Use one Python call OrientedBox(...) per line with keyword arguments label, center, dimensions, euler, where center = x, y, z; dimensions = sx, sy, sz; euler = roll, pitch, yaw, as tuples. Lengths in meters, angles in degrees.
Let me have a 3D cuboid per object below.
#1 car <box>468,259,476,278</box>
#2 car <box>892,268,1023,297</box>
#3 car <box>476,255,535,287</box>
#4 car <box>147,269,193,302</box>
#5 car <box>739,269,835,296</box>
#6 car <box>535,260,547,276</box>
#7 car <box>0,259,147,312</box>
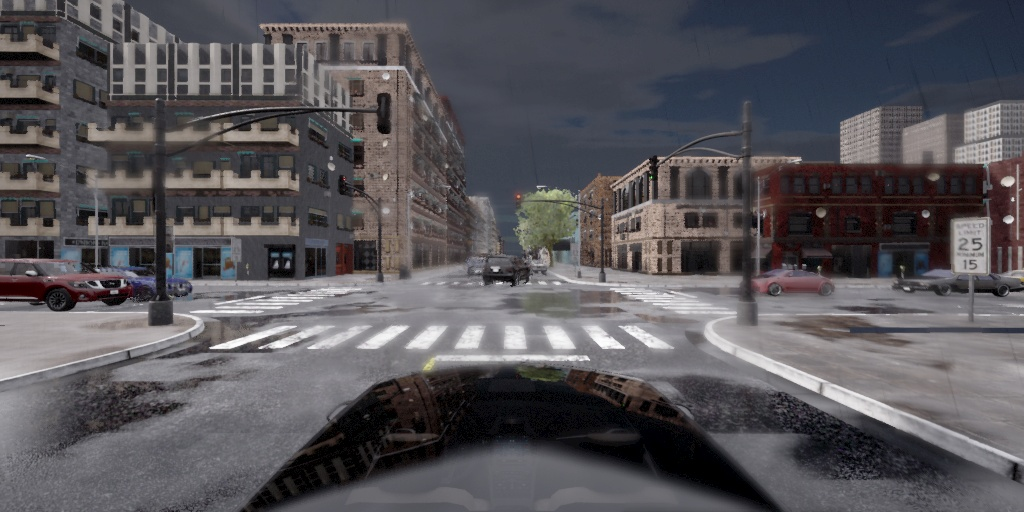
OrientedBox(label="car", center=(-3.105, 1.266, 34.360), dimensions=(2.128, 1.511, 4.902), euler=(0, 0, 0))
OrientedBox(label="car", center=(24.018, 1.412, 19.376), dimensions=(5.357, 1.411, 2.033), euler=(0, 0, 0))
OrientedBox(label="car", center=(-0.271, 0.983, 24.861), dimensions=(2.150, 2.045, 5.566), euler=(1, 0, 16))
OrientedBox(label="car", center=(-16.952, 1.225, 15.879), dimensions=(4.674, 1.442, 1.812), euler=(0, 0, 0))
OrientedBox(label="car", center=(14.717, 1.387, 19.308), dimensions=(4.181, 1.385, 1.994), euler=(0, 0, 0))
OrientedBox(label="car", center=(2.687, 1.330, 37.010), dimensions=(2.007, 1.370, 4.403), euler=(0, 0, 0))
OrientedBox(label="car", center=(-17.278, 1.013, 13.289), dimensions=(5.009, 1.841, 2.192), euler=(0, 0, 0))
